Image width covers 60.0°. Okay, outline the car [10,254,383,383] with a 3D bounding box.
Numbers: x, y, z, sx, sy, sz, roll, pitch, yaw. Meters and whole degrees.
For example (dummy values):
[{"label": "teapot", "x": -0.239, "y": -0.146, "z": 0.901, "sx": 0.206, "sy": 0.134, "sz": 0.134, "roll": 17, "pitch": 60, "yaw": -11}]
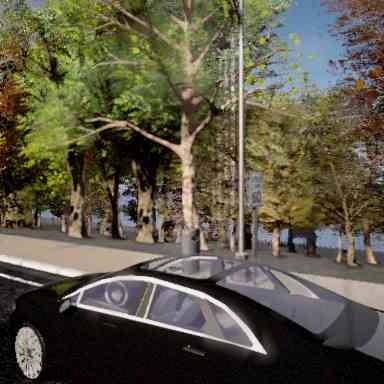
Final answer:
[{"label": "car", "x": -0.234, "y": 1.515, "z": 3.856, "sx": 4.902, "sy": 1.511, "sz": 2.128, "roll": -1, "pitch": 0, "yaw": 36}]
